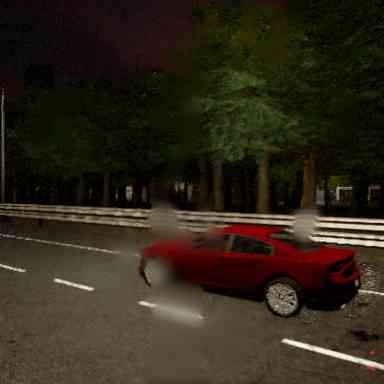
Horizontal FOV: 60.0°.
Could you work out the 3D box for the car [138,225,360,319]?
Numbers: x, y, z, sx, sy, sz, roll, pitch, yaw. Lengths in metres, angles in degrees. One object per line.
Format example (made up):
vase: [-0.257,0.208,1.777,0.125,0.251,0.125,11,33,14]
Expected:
car: [0.967,1.496,7.479,5.008,1.535,1.882,0,0,36]
